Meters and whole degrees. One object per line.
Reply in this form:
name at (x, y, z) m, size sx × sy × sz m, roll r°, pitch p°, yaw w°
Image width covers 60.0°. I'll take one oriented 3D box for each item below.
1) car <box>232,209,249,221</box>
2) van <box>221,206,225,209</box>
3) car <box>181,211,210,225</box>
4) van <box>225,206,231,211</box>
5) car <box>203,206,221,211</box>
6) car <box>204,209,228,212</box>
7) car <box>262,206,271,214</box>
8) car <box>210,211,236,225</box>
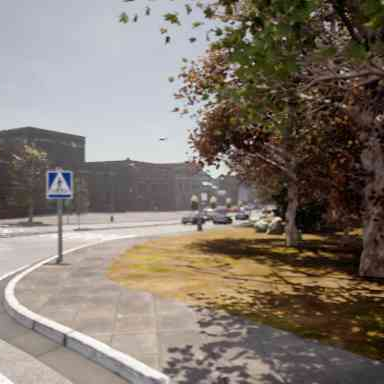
car at (8.667, 4.159, 57.414) m, size 1.994 × 1.385 × 4.181 m, roll 0°, pitch -2°, yaw 20°
van at (6.067, 4.626, 82.824) m, size 1.878 × 1.987 × 4.442 m, roll 0°, pitch -2°, yaw 21°
car at (0.266, 3.596, 44.178) m, size 2.033 × 1.411 × 5.357 m, roll 0°, pitch -3°, yaw 21°
van at (8.047, 4.798, 88.002) m, size 1.878 × 1.987 × 4.442 m, roll 0°, pitch -2°, yaw 21°
car at (4.121, 4.428, 77.728) m, size 2.435 × 2.045 × 5.566 m, roll 0°, pitch -2°, yaw 21°
car at (3.791, 3.982, 53.684) m, size 2.033 × 1.411 × 5.357 m, roll 0°, pitch -2°, yaw 21°
car at (19.986, 5.106, 87.824) m, size 1.882 × 1.535 × 5.008 m, roll 0°, pitch -2°, yaw 21°
car at (4.334, 3.741, 45.868) m, size 1.994 × 1.385 × 4.181 m, roll 0°, pitch -2°, yaw 20°
